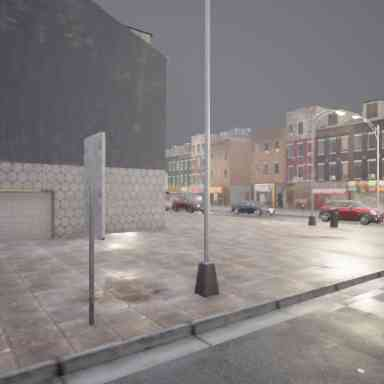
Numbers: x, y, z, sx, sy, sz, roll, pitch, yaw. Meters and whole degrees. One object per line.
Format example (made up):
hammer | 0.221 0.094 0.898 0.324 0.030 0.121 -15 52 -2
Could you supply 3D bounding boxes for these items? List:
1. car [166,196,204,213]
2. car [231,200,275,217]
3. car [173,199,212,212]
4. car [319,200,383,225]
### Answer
car | -0.363 1.412 37.244 2.192 1.841 5.009 0 0 -35
car | 5.932 1.572 32.782 2.128 1.511 4.902 0 0 -35
car | -0.032 1.665 41.176 2.033 1.411 5.357 0 0 -35
car | 11.833 1.397 24.552 2.097 1.767 4.553 0 0 -36
